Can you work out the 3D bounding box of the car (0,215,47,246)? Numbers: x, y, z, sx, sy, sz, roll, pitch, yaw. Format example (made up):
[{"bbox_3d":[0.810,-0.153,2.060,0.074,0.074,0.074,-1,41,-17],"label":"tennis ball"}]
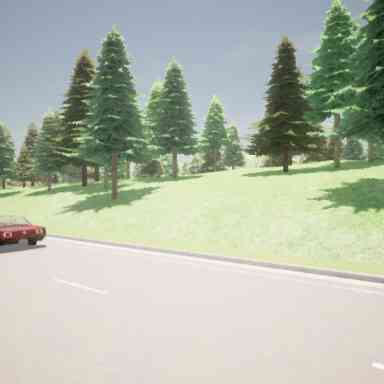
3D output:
[{"bbox_3d":[-8.293,1.615,14.084,4.718,1.301,1.895,0,0,36],"label":"car"}]
